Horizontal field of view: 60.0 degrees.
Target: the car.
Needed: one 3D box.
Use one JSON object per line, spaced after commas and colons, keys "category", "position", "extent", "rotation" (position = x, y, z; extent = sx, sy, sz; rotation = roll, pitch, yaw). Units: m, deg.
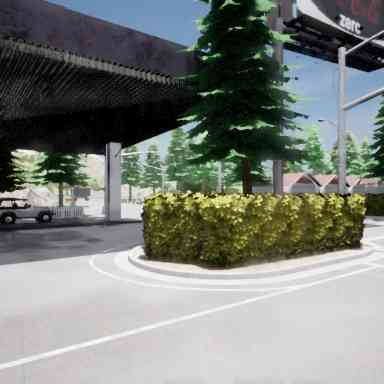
{"category": "car", "position": [-11.918, 1.313, 23.516], "extent": [3.866, 1.878, 1.905], "rotation": [0, 0, -36]}
